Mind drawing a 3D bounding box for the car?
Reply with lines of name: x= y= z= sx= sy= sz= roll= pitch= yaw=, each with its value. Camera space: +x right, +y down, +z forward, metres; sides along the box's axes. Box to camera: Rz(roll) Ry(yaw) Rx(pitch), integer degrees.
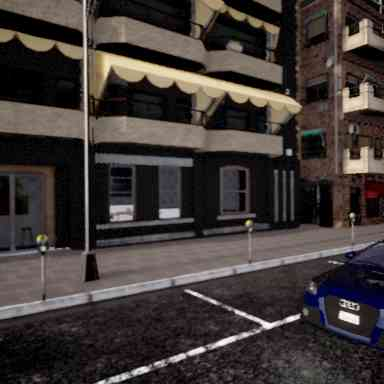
car: x=3.808 y=1.564 z=5.785 sx=4.181 sy=1.385 sz=1.994 roll=0 pitch=0 yaw=-35
